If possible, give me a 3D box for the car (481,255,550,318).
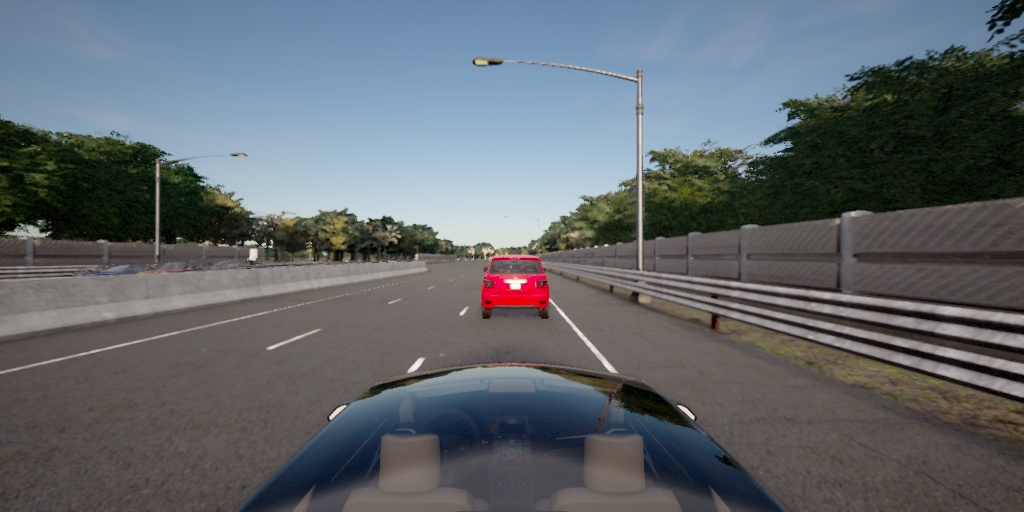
[{"bbox_3d":[0.103,0.987,13.168,2.150,2.045,5.566,0,0,0],"label":"car"}]

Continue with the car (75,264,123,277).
[{"bbox_3d":[-24.494,1.247,22.683,1.812,1.442,4.674,0,0,0],"label":"car"}]

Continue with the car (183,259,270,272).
[{"bbox_3d":[-17.495,0.919,22.685,1.837,1.490,4.892,0,0,0],"label":"car"}]

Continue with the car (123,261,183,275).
[{"bbox_3d":[-20.994,1.078,22.714,2.097,1.767,4.553,0,0,0],"label":"car"}]
